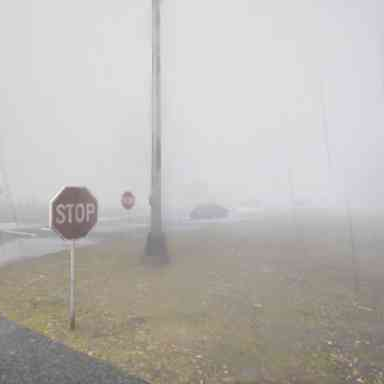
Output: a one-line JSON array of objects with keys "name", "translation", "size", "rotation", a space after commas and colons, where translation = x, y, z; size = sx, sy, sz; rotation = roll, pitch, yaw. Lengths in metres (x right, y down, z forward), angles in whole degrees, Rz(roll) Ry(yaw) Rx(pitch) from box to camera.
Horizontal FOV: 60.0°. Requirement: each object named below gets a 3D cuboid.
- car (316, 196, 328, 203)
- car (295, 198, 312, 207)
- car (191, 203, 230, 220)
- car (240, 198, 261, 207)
[{"name": "car", "translation": [29.323, 1.750, 75.086], "size": [1.812, 1.442, 4.674], "rotation": [0, 0, 28]}, {"name": "car", "translation": [18.063, 1.712, 53.908], "size": [1.812, 1.442, 4.674], "rotation": [0, 0, 32]}, {"name": "car", "translation": [1.675, 1.664, 29.259], "size": [1.994, 1.385, 4.181], "rotation": [0, 0, 34]}, {"name": "car", "translation": [9.516, 1.657, 53.557], "size": [1.882, 1.535, 5.008], "rotation": [0, 0, 34]}]
